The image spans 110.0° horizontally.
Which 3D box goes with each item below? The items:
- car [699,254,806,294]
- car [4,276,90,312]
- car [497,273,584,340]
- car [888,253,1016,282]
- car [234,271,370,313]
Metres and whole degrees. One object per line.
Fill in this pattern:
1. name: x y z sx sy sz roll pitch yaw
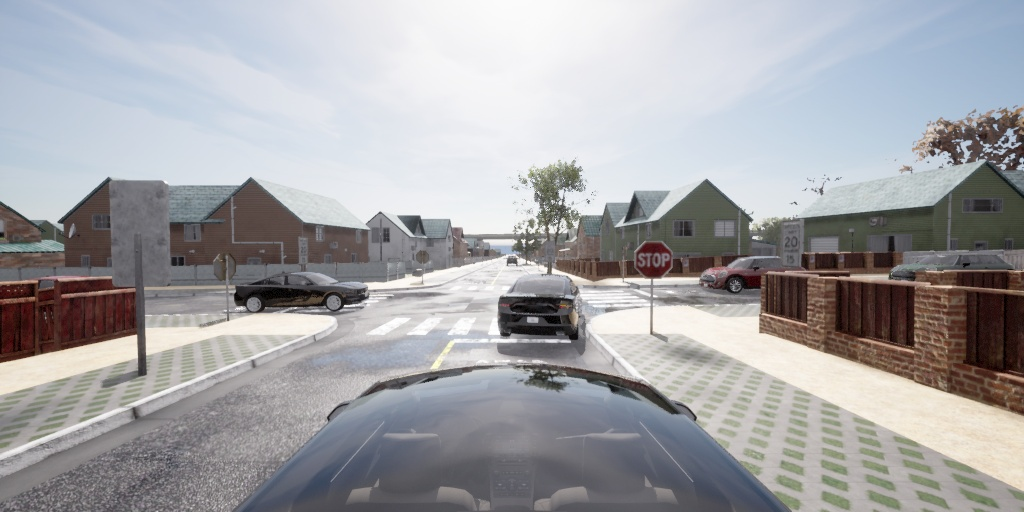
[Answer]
1. car: 11.813 0.821 17.730 4.553 1.767 2.097 -1 2 0
2. car: -18.016 1.547 14.596 5.008 1.535 1.882 -1 2 0
3. car: 0.961 1.225 10.125 1.882 1.535 5.008 0 0 12
4. car: 21.708 0.646 17.797 4.553 1.767 2.097 -1 2 0
5. car: -8.463 1.377 14.655 5.008 1.535 1.882 -1 2 0
